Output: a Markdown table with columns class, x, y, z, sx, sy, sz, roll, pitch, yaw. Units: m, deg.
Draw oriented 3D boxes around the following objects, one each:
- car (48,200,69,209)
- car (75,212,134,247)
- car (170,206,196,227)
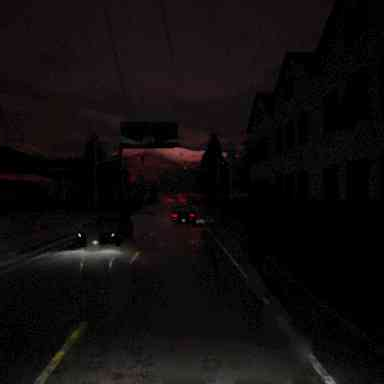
| class | x | y | z | sx | sy | sz | roll | pitch | yaw |
| --- | --- | --- | --- | --- | --- | --- | --- | --- | --- |
| car | -24.079 | 2.327 | 61.362 | 4.611 | 1.667 | 2.242 | 0 | -1 | -2 |
| car | -4.052 | 1.722 | 16.383 | 2.033 | 1.411 | 5.357 | 0 | -1 | -1 |
| car | -0.651 | 1.787 | 25.028 | 1.812 | 1.442 | 4.674 | 0 | -1 | -2 |
